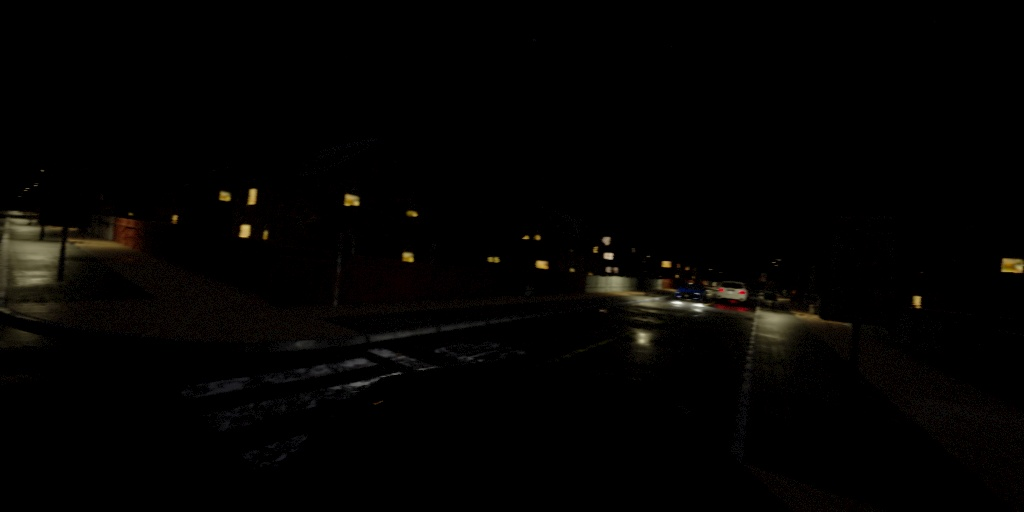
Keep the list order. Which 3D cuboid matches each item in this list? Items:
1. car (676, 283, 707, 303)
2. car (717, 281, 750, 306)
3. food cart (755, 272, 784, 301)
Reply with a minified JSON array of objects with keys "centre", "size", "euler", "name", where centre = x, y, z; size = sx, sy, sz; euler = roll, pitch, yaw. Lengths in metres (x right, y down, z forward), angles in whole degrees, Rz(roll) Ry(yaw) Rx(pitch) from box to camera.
[{"centre":[15.761,3.155,31.337],"size":[1.882,1.535,5.008],"euler":[5,-1,35],"name":"car"},{"centre":[20.242,3.336,32.761],"size":[2.150,2.045,5.566],"euler":[5,-1,36],"name":"car"},{"centre":[31.862,3.836,44.398],"size":[2.280,3.560,4.660],"euler":[0,0,35],"name":"food cart"}]
